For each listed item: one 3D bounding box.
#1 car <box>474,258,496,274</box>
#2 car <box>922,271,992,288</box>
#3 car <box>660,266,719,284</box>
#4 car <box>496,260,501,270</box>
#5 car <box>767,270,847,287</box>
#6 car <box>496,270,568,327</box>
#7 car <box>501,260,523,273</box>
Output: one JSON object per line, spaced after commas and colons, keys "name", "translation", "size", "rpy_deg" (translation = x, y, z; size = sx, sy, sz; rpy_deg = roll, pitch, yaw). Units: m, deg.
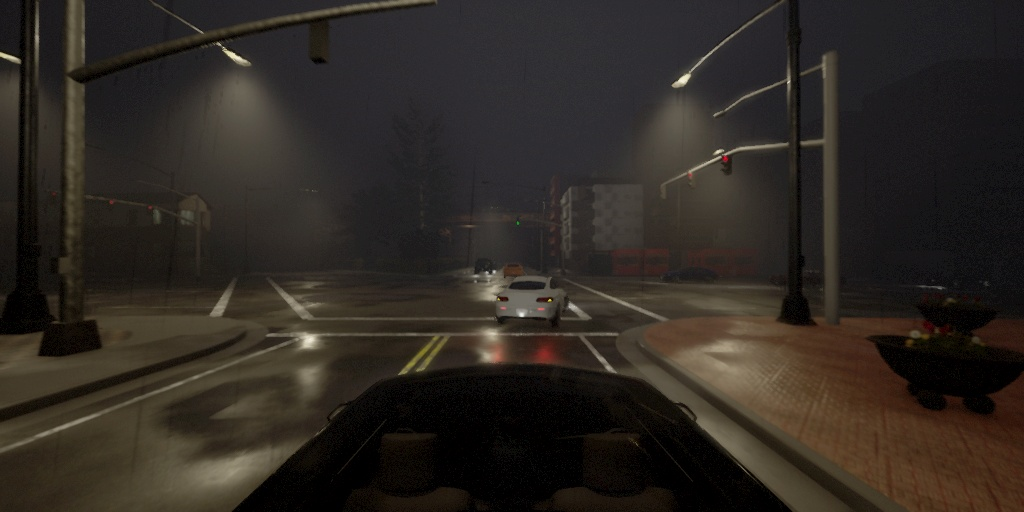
{"name": "car", "translation": [-3.571, 1.258, 46.013], "size": [2.150, 2.045, 5.566], "rpy_deg": [0, 0, 0]}
{"name": "car", "translation": [38.048, 1.949, 30.715], "size": [4.181, 1.385, 1.994], "rpy_deg": [1, 0, 0]}
{"name": "car", "translation": [15.058, 1.590, 30.552], "size": [4.674, 1.442, 1.812], "rpy_deg": [1, 0, -1]}
{"name": "car", "translation": [-3.522, 1.622, 60.795], "size": [2.128, 1.511, 4.902], "rpy_deg": [0, 0, 1]}
{"name": "car", "translation": [22.181, 1.731, 27.118], "size": [4.718, 1.301, 1.895], "rpy_deg": [1, 0, 0]}
{"name": "car", "translation": [0.771, 1.359, 11.946], "size": [1.812, 1.442, 4.674], "rpy_deg": [0, -1, 13]}
{"name": "car", "translation": [0.111, 1.465, 36.952], "size": [1.882, 1.535, 5.008], "rpy_deg": [0, 0, 0]}
